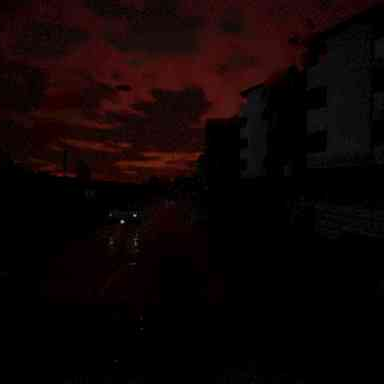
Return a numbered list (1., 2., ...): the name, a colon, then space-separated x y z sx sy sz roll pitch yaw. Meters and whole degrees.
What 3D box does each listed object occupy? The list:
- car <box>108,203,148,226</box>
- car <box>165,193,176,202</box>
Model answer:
1. car: -4.098 1.445 21.849 1.895 1.301 4.718 0 0 0
2. car: -4.010 1.041 63.666 2.128 1.511 4.902 0 0 1
